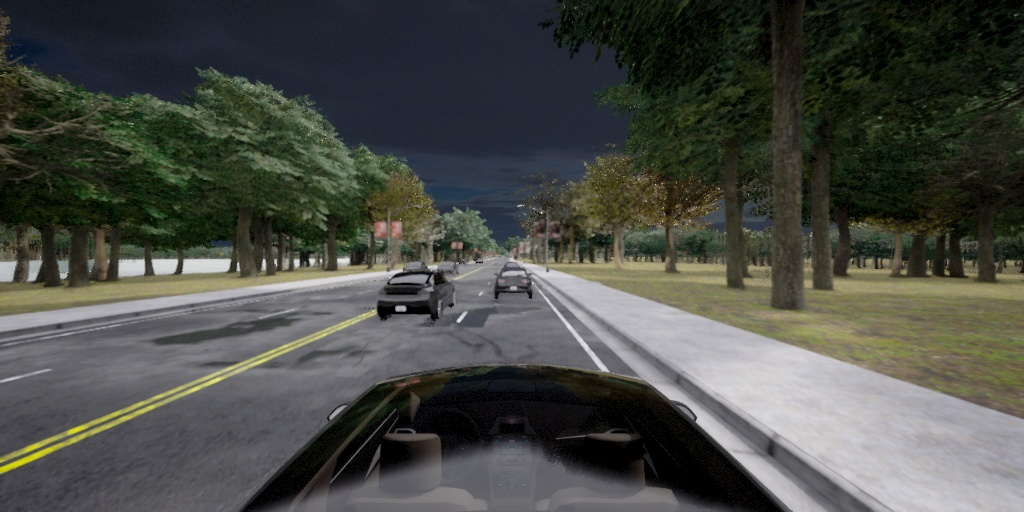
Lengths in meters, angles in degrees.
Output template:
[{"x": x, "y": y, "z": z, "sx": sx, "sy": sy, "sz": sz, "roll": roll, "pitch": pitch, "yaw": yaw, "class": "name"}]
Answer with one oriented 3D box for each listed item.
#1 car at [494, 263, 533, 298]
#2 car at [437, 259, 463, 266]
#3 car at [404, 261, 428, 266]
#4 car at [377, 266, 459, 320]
[{"x": 0.071, "y": 1.286, "z": 18.379, "sx": 1.812, "sy": 1.442, "sz": 4.674, "roll": 0, "pitch": 0, "yaw": 0, "class": "car"}, {"x": -6.719, "y": 1.302, "z": 37.880, "sx": 1.837, "sy": 1.490, "sz": 4.892, "roll": 0, "pitch": 0, "yaw": 0, "class": "car"}, {"x": -9.965, "y": 1.301, "z": 37.255, "sx": 1.837, "sy": 1.490, "sz": 4.892, "roll": 0, "pitch": 0, "yaw": 0, "class": "car"}, {"x": -3.163, "y": 1.259, "z": 12.614, "sx": 1.837, "sy": 1.490, "sz": 4.892, "roll": 0, "pitch": 0, "yaw": 0, "class": "car"}]
